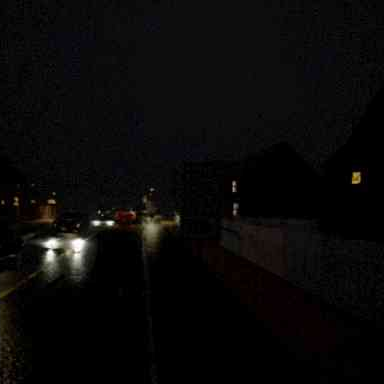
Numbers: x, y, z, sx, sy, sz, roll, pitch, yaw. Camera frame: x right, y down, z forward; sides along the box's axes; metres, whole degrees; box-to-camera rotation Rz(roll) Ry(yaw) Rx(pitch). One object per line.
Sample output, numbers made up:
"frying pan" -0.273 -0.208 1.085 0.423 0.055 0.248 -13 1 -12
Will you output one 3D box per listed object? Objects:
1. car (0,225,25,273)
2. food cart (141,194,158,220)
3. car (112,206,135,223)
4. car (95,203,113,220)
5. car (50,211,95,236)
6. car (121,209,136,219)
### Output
"car" -6.045 1.642 8.877 1.837 1.490 4.892 2 -2 -9
"food cart" -6.500 2.241 50.923 2.280 3.560 4.660 3 -2 -9
"car" -7.597 2.572 38.153 2.097 1.767 4.553 2 -2 -8
"car" -11.081 2.493 42.457 2.150 2.045 5.566 2 -2 -9
"car" -8.166 2.071 22.726 1.882 1.535 5.008 2 -2 -9
"car" -9.340 3.204 49.217 1.895 1.301 4.718 2 -2 -8
